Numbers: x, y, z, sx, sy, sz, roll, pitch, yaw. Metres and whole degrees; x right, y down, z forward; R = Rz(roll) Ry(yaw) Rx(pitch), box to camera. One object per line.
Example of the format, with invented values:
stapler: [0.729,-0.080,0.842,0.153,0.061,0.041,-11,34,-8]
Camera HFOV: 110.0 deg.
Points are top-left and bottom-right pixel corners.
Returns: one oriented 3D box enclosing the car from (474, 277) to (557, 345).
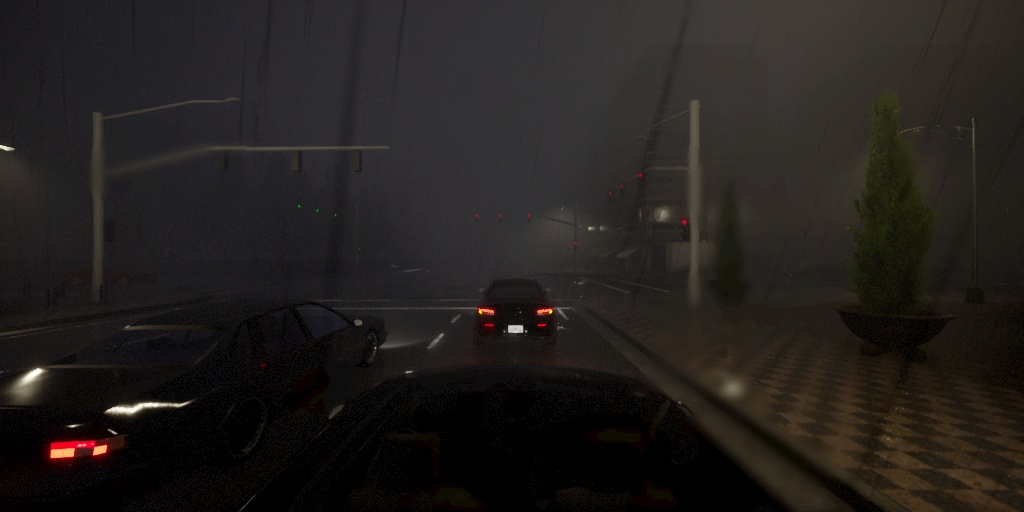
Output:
car: [0.077,1.275,9.367,1.812,1.442,4.674,0,0,0]

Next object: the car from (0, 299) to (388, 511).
car: [-3.437,1.297,4.813,2.033,1.411,5.357,0,0,0]

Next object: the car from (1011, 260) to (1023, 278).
car: [49.212,1.008,32.151,5.566,2.045,2.150,0,0,0]

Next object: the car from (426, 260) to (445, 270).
car: [-11.436,1.352,54.017,1.994,1.385,4.181,0,1,5]

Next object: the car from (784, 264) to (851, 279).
car: [27.253,1.402,32.101,4.718,1.301,1.895,0,0,0]

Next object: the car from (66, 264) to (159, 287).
car: [-27.209,1.280,24.535,5.008,1.535,1.882,0,0,0]
